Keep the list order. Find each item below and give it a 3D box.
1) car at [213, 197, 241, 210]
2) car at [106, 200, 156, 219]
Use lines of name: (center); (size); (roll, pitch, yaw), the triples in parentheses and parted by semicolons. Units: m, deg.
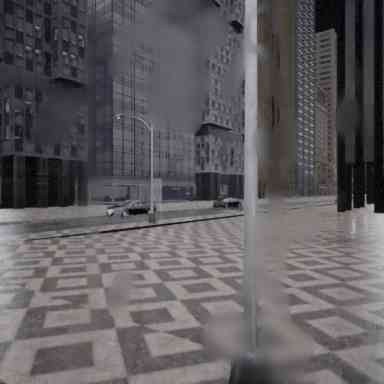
car: (4.523, 1.424, 42.602); (1.882, 1.535, 5.008); (0, 0, 36)
car: (-5.293, 1.456, 29.206); (2.128, 1.511, 4.902); (0, 1, 36)
